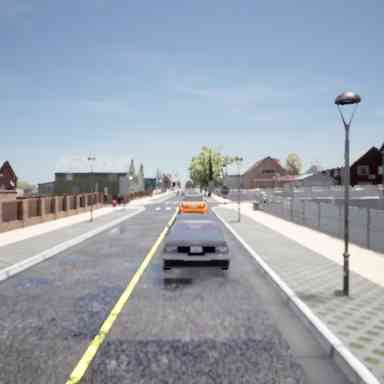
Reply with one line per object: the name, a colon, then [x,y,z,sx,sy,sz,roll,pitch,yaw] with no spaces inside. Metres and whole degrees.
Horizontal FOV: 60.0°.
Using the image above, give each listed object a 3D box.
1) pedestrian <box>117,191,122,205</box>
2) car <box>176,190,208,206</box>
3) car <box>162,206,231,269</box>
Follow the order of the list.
pedestrian: [-9.693,0.771,44.567,0.375,1.860,0.375,0,1,0]
car: [0.096,0.965,25.295,2.097,1.767,4.553,0,1,0]
car: [0.099,1.387,10.457,2.033,1.411,5.357,0,1,0]
